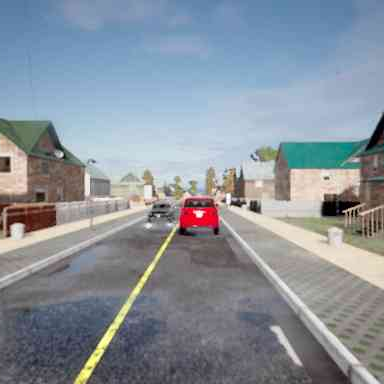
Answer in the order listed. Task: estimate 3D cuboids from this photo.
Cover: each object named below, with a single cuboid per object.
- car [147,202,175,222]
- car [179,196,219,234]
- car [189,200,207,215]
[{"bbox_3d":[-2.407,1.561,26.698,1.837,1.490,4.892,0,0,1],"label":"car"},{"bbox_3d":[0.410,1.253,19.534,2.150,2.045,5.566,0,0,1],"label":"car"},{"bbox_3d":[0.684,1.625,36.182,1.812,1.442,4.674,0,0,1],"label":"car"}]
